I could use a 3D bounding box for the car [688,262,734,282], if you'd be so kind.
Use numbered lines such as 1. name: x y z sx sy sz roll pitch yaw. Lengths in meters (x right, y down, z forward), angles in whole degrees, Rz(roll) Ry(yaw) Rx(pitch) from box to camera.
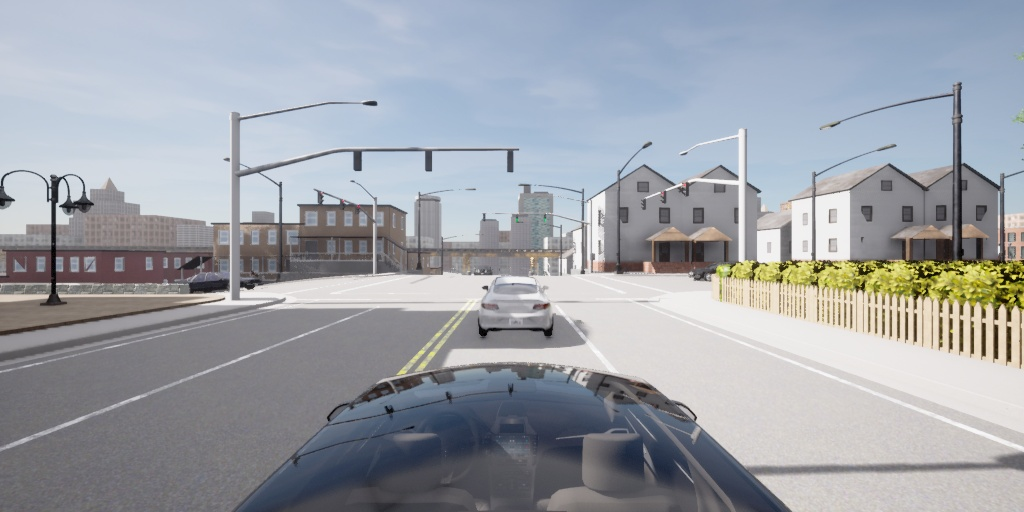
1. car: 16.789 1.255 28.802 4.892 1.490 1.837 0 0 -1

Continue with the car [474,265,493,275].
1. car: -3.528 2.162 45.228 2.150 2.045 5.566 0 -9 0

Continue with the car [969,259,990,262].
1. car: 36.922 1.102 29.022 4.553 1.767 2.097 0 0 -1

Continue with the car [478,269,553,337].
1. car: 0.101 1.276 10.210 1.812 1.442 4.674 0 0 0

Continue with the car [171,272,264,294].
1. car: -20.287 1.820 24.673 5.357 1.411 2.033 -5 0 -1

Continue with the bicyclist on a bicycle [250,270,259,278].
1. bicyclist on a bicycle: -25.575 2.214 35.561 0.582 1.620 1.656 -8 0 0
